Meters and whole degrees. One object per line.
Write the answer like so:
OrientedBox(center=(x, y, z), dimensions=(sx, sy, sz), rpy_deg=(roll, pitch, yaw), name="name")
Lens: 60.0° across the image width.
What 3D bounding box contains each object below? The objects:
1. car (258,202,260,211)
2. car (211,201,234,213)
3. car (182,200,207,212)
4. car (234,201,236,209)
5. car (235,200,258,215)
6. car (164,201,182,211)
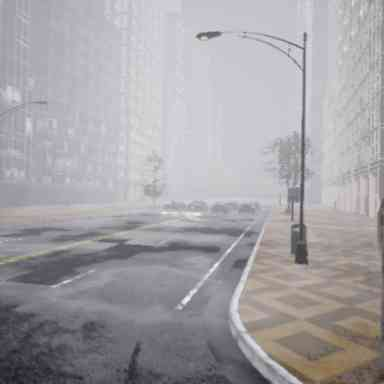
OrientedBox(center=(9.430, 1.997, 51.293), dimensions=(1.882, 1.535, 5.008), rpy_deg=(1, 0, 14), name="car")
OrientedBox(center=(3.735, 1.909, 41.908), dimensions=(1.994, 1.385, 4.181), rpy_deg=(1, 0, 15), name="car")
OrientedBox(center=(0.706, 1.782, 43.544), dimensions=(2.128, 1.511, 4.902), rpy_deg=(1, 0, 15), name="car")
OrientedBox(center=(6.279, 2.021, 52.093), dimensions=(1.994, 1.385, 4.181), rpy_deg=(1, 0, 14), name="car")
OrientedBox(center=(6.704, 1.926, 40.396), dimensions=(1.812, 1.442, 4.674), rpy_deg=(1, -1, 14), name="car")
OrientedBox(center=(-2.293, 1.836, 44.919), dimensions=(1.895, 1.301, 4.718), rpy_deg=(1, 0, 15), name="car")
